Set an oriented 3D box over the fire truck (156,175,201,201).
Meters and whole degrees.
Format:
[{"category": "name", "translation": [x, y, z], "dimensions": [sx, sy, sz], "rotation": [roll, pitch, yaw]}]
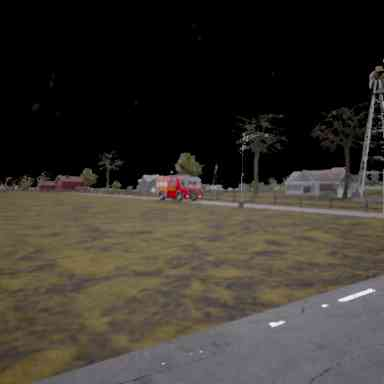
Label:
[{"category": "fire truck", "translation": [-2.145, -0.616, 49.711], "dimensions": [2.891, 3.827, 8.468], "rotation": [2, 0, -35]}]
